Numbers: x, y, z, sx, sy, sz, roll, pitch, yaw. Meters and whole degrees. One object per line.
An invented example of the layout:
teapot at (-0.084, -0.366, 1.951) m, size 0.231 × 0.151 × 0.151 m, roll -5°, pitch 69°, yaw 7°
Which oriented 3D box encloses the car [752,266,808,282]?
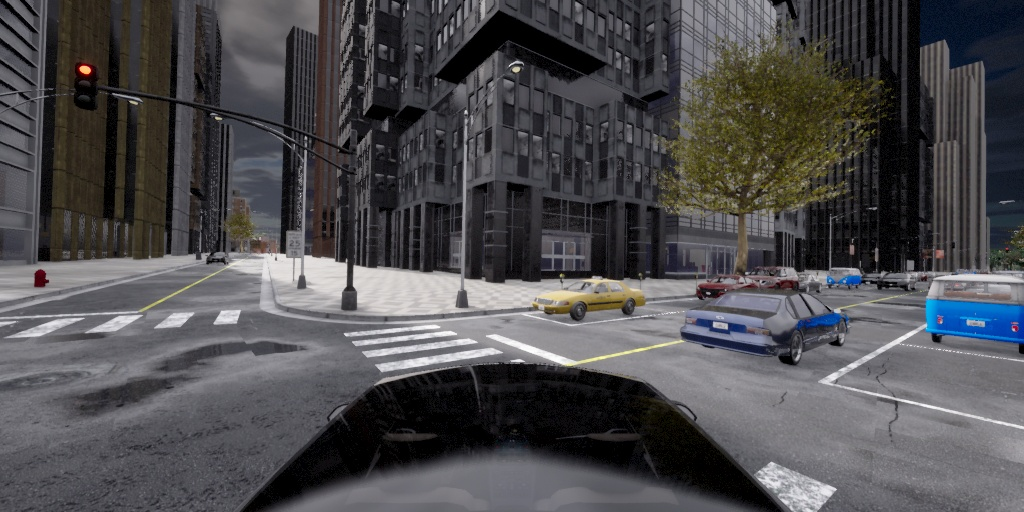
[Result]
car at (16.116, 1.574, 22.444) m, size 5.009 × 1.841 × 2.192 m, roll 0°, pitch 0°, yaw -35°

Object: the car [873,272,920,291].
car at (33.345, 2.179, 31.062) m, size 4.892 × 1.490 × 1.837 m, roll 2°, pitch -1°, yaw -35°

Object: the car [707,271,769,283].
car at (11.775, 1.692, 19.424) m, size 4.507 × 1.381 × 1.888 m, roll 0°, pitch 0°, yaw -35°

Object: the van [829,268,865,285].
van at (29.139, 1.942, 31.502) m, size 3.998 × 1.789 × 1.690 m, roll 0°, pitch 0°, yaw -35°

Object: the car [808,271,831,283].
car at (20.457, 1.924, 25.463) m, size 4.403 × 1.370 × 2.007 m, roll 0°, pitch 0°, yaw -35°

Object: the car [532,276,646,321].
car at (2.949, 1.448, 13.292) m, size 4.829 × 1.417 × 1.751 m, roll 0°, pitch 0°, yaw -35°

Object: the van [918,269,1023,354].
van at (12.390, 1.385, 9.467) m, size 3.998 × 1.789 × 1.690 m, roll 0°, pitch 0°, yaw -35°

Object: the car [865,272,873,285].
car at (37.820, 2.398, 37.540) m, size 4.313 × 1.339 × 1.948 m, roll 0°, pitch 0°, yaw -35°

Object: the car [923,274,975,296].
car at (33.516, 2.182, 27.444) m, size 5.357 × 1.411 × 2.033 m, roll 2°, pitch -1°, yaw -34°

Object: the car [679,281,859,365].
car at (6.167, 1.469, 8.503) m, size 5.357 × 1.411 × 2.033 m, roll 1°, pitch -1°, yaw -35°

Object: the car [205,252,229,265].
car at (-35.416, 0.241, 43.194) m, size 1.837 × 1.490 × 4.892 m, roll 2°, pitch 0°, yaw -35°
